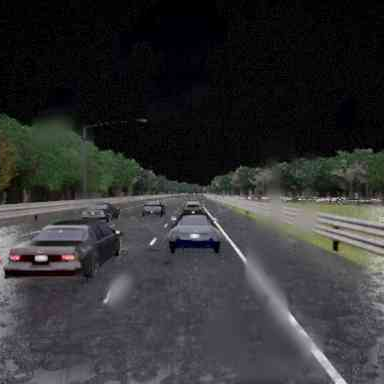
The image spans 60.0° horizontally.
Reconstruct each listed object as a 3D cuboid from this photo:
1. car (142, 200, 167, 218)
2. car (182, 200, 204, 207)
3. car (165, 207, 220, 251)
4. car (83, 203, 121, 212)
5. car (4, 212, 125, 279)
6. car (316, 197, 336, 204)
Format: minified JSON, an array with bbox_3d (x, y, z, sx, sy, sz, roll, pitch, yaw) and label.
[{"bbox_3d":[-3.408,1.499,30.688,2.128,1.511,4.902,0,0,0],"label":"car"},{"bbox_3d":[0.093,1.513,30.823,1.837,1.490,4.892,0,0,0],"label":"car"},{"bbox_3d":[0.096,1.562,14.054,1.994,1.385,4.181,0,0,0],"label":"car"},{"bbox_3d":[-6.899,1.551,25.700,2.033,1.411,5.357,0,0,0],"label":"car"},{"bbox_3d":[-3.405,1.546,10.013,2.033,1.411,5.357,0,0,0],"label":"car"},{"bbox_3d":[29.719,1.767,73.529,1.882,1.535,5.008,0,0,-27],"label":"car"}]
